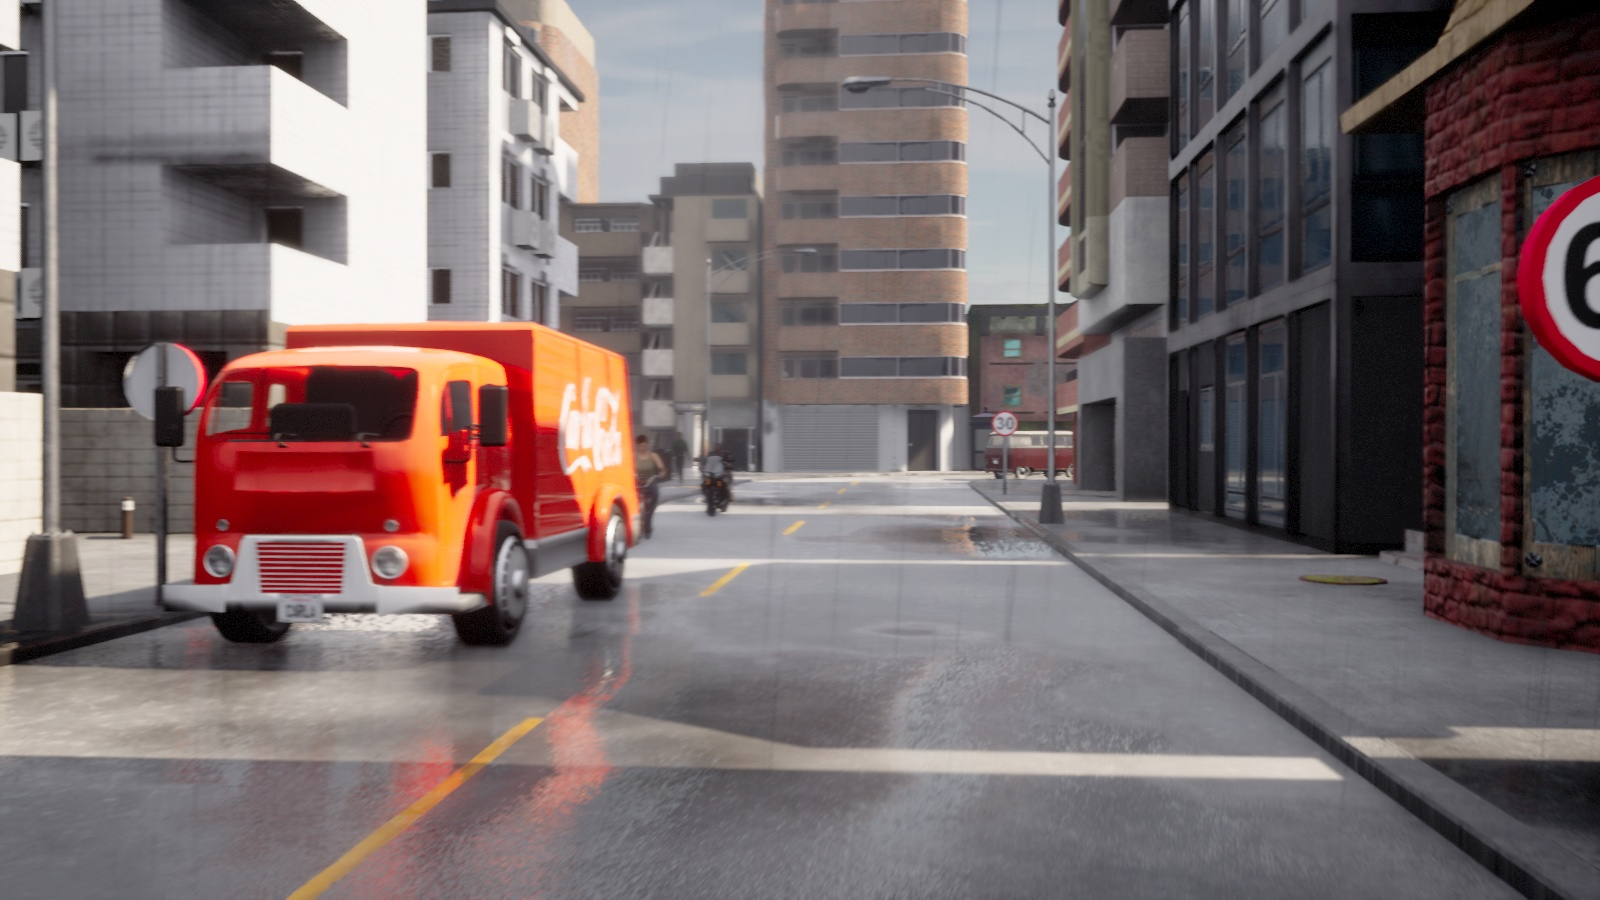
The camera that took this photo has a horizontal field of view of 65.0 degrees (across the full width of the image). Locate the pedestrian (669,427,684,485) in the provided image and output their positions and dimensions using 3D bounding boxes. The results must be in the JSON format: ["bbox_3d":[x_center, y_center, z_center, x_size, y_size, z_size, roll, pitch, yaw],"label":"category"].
[{"bbox_3d":[-4.169,0.208,42.354,0.423,1.949,0.788,0,0,1],"label":"pedestrian"}]

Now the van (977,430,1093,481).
[{"bbox_3d":[9.531,0.228,50.919,4.442,1.987,1.775,0,0,-26],"label":"van"}]

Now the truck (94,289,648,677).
[{"bbox_3d":[-3.100,0.193,10.690,2.627,2.467,5.204,0,0,4],"label":"truck"}]

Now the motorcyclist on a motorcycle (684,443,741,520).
[{"bbox_3d":[-1.801,0.630,26.141,0.866,1.530,2.191,0,0,5],"label":"motorcyclist on a motorcycle"}]

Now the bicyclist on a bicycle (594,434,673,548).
[{"bbox_3d":[-2.438,0.573,18.596,0.866,1.612,1.509,0,1,4],"label":"bicyclist on a bicycle"}]
